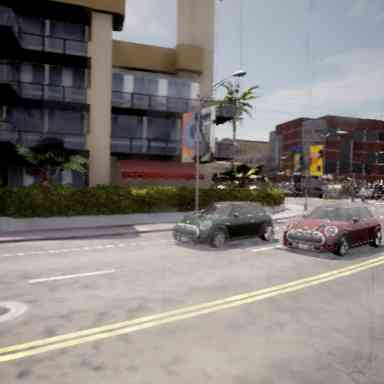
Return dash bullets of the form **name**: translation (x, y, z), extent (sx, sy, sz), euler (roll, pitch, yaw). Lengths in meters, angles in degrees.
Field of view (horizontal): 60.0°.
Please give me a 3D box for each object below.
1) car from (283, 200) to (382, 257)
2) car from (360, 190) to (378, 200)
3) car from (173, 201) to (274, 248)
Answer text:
- **car**: translation (5.525, 1.290, 12.910), extent (4.553, 1.767, 2.097), euler (0, 1, -41)
- **car**: translation (41.721, 1.106, 76.332), extent (2.185, 1.767, 4.553), euler (1, 1, -17)
- **car**: translation (1.424, 1.201, 14.006), extent (4.553, 1.767, 2.097), euler (0, 1, -40)
